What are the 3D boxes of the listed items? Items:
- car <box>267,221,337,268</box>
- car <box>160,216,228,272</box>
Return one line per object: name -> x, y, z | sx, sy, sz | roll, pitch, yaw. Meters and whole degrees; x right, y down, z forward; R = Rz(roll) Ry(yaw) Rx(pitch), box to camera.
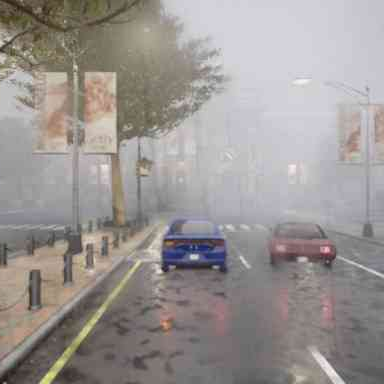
car -> 3.668, 1.677, 11.741 | 1.895, 1.301, 4.718 | 0, 0, 13
car -> 0.063, 1.550, 11.111 | 1.882, 1.535, 5.008 | 0, 0, 0
